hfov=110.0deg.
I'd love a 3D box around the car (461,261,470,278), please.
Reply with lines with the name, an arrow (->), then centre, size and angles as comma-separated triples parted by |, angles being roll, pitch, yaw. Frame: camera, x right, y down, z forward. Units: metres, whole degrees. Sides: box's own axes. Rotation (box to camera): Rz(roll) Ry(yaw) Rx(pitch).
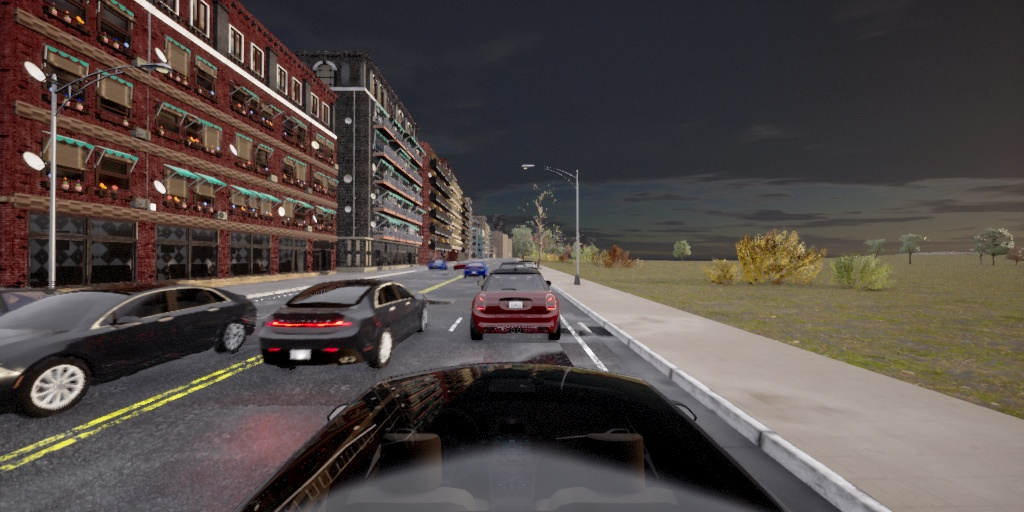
car -> -3.217, 1.230, 32.970 | 1.882, 1.535, 5.008 | 0, 0, 0

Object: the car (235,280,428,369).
car -> -3.165, 1.253, 7.779 | 1.837, 1.490, 4.892 | 0, -1, 0

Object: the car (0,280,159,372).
car -> -9.862, 1.298, 6.319 | 2.033, 1.411, 5.357 | 0, 0, 0

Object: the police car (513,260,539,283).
police car -> 1.078, 1.178, 29.359 | 1.930, 1.638, 5.238 | 0, 0, 0

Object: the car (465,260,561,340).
car -> 0.075, 1.103, 10.091 | 2.097, 1.767, 4.553 | 0, 0, 0

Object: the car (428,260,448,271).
car -> -9.947, 1.229, 48.268 | 1.882, 1.535, 5.008 | 0, 0, 0

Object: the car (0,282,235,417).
car -> -6.610, 1.255, 5.989 | 1.837, 1.490, 4.892 | 0, 0, 0

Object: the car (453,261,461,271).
car -> -6.699, 1.352, 48.186 | 1.895, 1.301, 4.718 | 0, 0, 0
